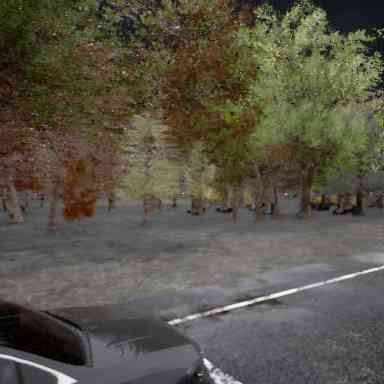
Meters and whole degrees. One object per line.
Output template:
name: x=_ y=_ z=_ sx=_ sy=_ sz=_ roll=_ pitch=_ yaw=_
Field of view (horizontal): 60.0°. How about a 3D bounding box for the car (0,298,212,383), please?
car: x=-2.068 y=1.502 z=2.269 sx=4.892 sy=1.490 sz=1.837 roll=1 pitch=0 yaw=-36
